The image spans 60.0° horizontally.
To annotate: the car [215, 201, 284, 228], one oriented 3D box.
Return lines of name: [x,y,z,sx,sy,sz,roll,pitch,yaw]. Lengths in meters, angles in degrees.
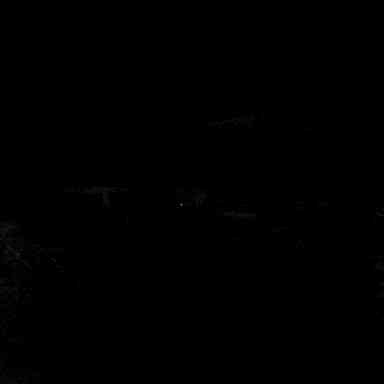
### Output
car: [3.354,1.493,20.600,3.806,1.475,1.970,-1,0,35]

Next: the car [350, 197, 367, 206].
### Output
car: [26.420,1.640,54.140,3.633,1.501,1.845,-1,0,35]

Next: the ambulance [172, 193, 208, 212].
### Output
ambulance: [-0.224,1.409,46.641,2.351,2.431,6.366,-1,0,35]

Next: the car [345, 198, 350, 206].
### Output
car: [15.552,1.364,39.064,4.605,1.855,1.932,-1,0,35]

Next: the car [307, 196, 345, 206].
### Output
car: [14.207,1.340,36.456,3.866,1.878,1.905,-1,0,35]

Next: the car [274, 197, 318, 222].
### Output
car: [6.804,1.417,26.021,5.027,1.636,2.152,-1,0,35]

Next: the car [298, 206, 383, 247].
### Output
car: [6.984,1.505,13.534,4.514,1.523,2.007,-1,0,35]
